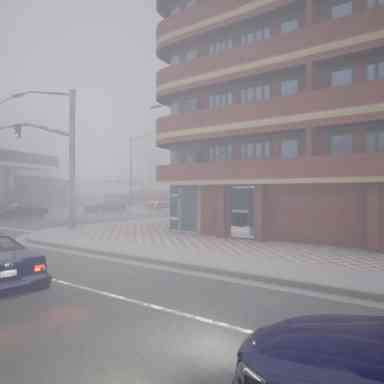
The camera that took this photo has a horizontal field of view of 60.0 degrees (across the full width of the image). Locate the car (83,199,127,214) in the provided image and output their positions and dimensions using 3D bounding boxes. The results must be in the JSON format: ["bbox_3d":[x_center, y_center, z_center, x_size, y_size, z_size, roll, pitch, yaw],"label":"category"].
[{"bbox_3d":[-9.250,1.494,35.629,1.882,1.535,5.008,0,0,34],"label":"car"}]

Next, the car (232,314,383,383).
[{"bbox_3d":[2.513,1.536,2.201,4.674,1.442,1.812,0,0,35],"label":"car"}]

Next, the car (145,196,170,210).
[{"bbox_3d":[-4.063,1.389,43.244,2.097,1.767,4.553,0,0,34],"label":"car"}]

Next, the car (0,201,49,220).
[{"bbox_3d":[-14.438,1.523,27.985,1.812,1.442,4.674,0,0,34],"label":"car"}]

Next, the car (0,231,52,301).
[{"bbox_3d":[-5.342,1.545,7.693,5.357,1.411,2.033,0,0,38],"label":"car"}]
